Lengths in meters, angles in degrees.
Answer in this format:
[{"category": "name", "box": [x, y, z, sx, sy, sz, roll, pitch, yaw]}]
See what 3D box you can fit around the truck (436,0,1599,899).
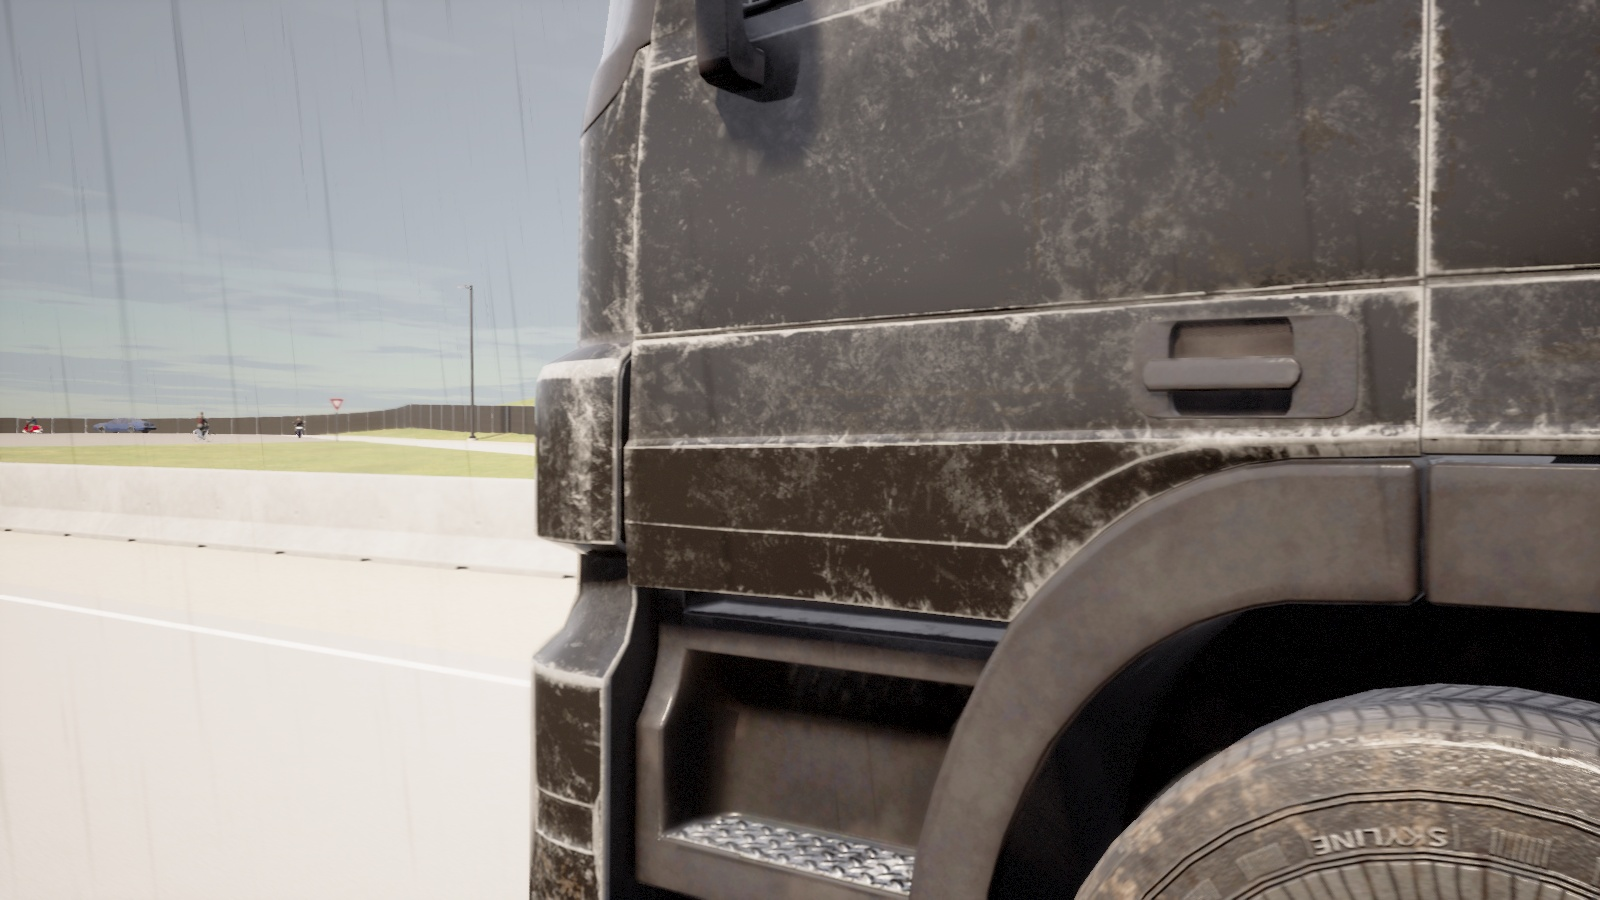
[{"category": "truck", "box": [3.442, -0.300, 1.317, 7.936, 3.462, 2.891, 0, 1, 34]}]
